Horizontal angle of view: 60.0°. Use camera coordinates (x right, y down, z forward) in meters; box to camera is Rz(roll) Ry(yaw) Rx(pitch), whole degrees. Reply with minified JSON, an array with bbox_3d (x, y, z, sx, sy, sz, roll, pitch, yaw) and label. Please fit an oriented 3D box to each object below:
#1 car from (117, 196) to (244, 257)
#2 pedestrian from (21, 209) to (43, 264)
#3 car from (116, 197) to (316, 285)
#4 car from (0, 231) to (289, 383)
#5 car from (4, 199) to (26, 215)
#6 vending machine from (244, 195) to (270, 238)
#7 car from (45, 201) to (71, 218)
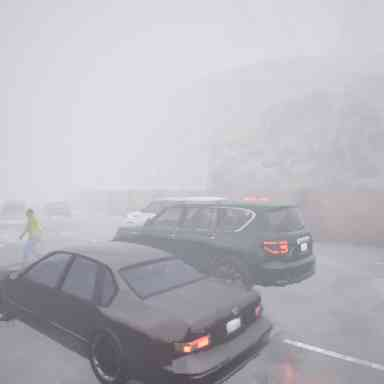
[{"bbox_3d":[-0.725,1.221,14.151,5.566,2.045,2.150,0,0,45],"label":"car"},{"bbox_3d":[-4.711,1.294,9.824,0.375,1.860,0.375,0,0,45],"label":"pedestrian"},{"bbox_3d":[0.247,1.221,8.552,5.566,2.045,2.150,0,0,40],"label":"car"},{"bbox_3d":[-1.455,1.547,5.352,5.357,1.411,2.033,0,0,40],"label":"car"},{"bbox_3d":[-17.960,1.478,33.774,1.882,1.535,5.008,0,0,-27],"label":"car"},{"bbox_3d":[3.308,1.195,16.911,0.880,2.100,1.100,0,0,44],"label":"vending machine"},{"bbox_3d":[-12.269,1.547,30.388,2.033,1.411,5.357,0,0,-28],"label":"car"}]
